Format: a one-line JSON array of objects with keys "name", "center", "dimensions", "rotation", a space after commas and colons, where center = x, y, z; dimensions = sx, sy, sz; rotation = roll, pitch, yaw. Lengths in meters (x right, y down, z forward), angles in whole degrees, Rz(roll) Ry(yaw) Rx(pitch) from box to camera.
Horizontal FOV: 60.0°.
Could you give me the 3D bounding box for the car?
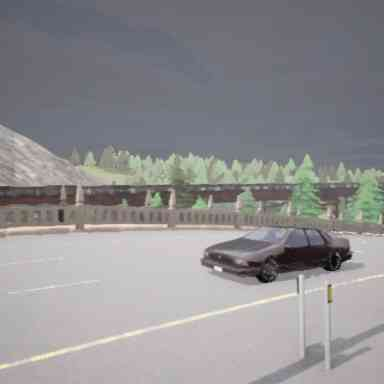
[{"name": "car", "center": [2.867, 1.742, 10.319], "dimensions": [5.357, 1.411, 2.033], "rotation": [3, -2, -35]}]
